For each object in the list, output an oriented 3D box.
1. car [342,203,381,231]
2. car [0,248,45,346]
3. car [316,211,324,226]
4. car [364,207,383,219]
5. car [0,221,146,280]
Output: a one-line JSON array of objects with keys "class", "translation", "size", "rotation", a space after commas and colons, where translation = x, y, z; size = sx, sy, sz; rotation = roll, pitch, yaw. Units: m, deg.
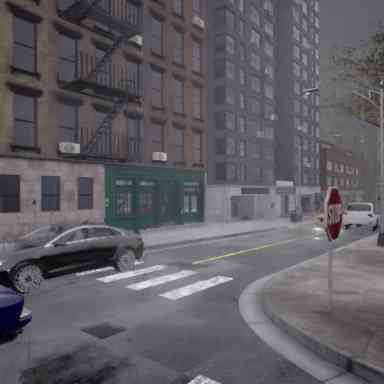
[{"class": "car", "translation": [13.482, 1.849, 25.768], "size": [2.150, 2.045, 5.566], "rotation": [0, -2, 39]}, {"class": "car", "translation": [-4.354, 1.603, 3.484], "size": [1.895, 1.301, 4.718], "rotation": [0, -1, 39]}, {"class": "car", "translation": [12.509, 2.171, 29.259], "size": [1.882, 1.535, 5.008], "rotation": [0, -2, 39]}, {"class": "car", "translation": [23.943, 2.695, 43.383], "size": [1.994, 1.385, 4.181], "rotation": [0, -1, 39]}, {"class": "car", "translation": [-3.494, 1.607, 9.278], "size": [2.128, 1.511, 4.902], "rotation": [0, -1, 39]}]
